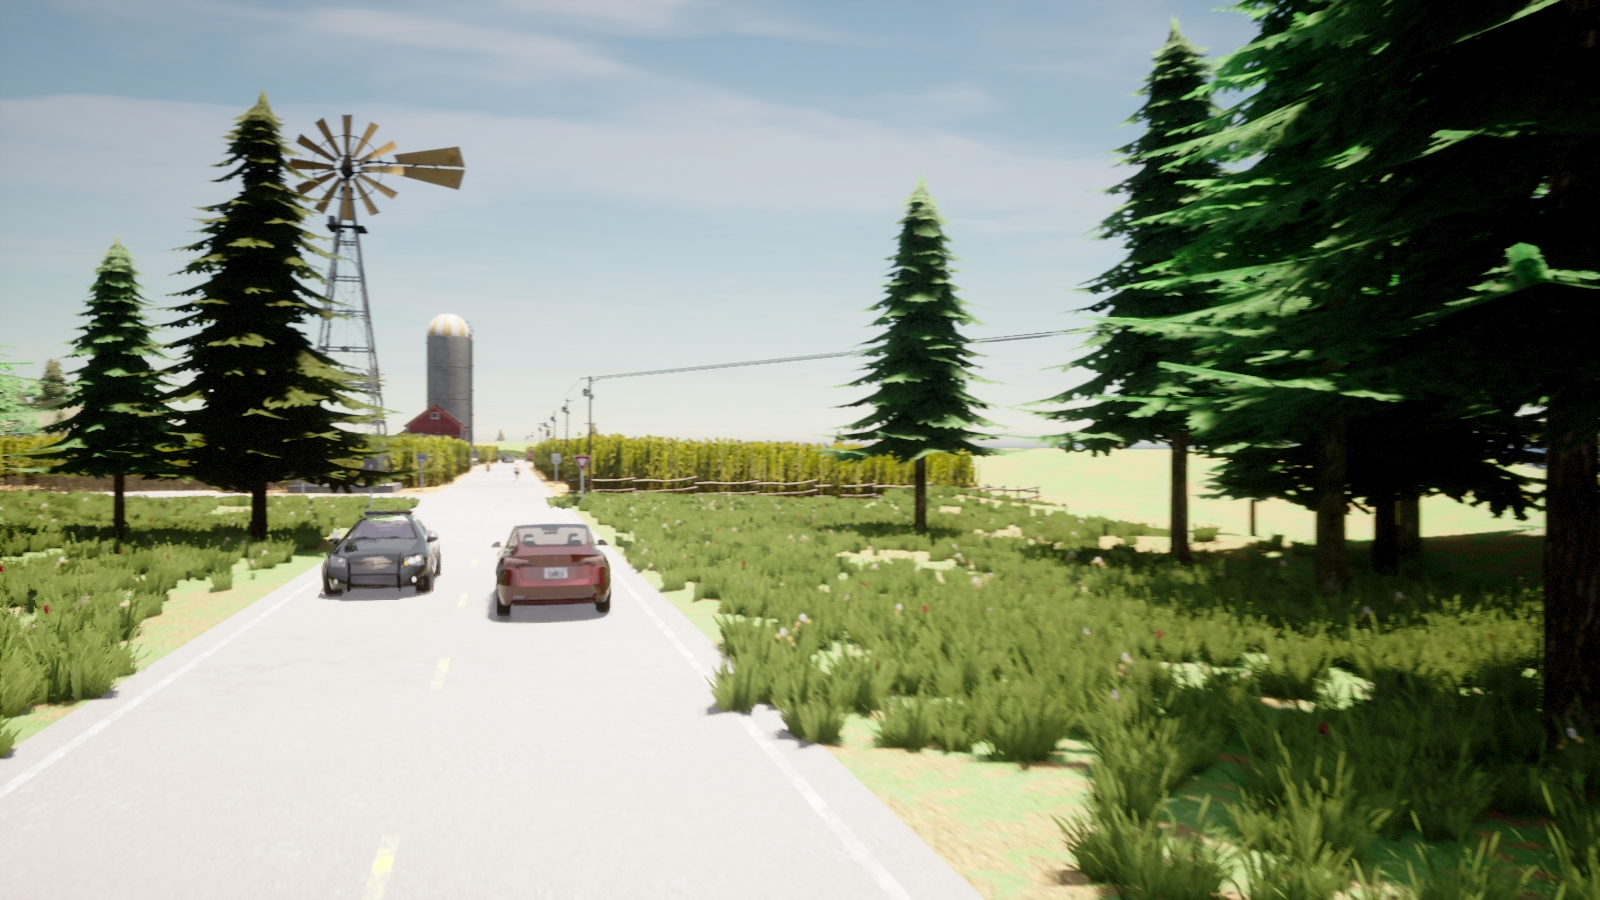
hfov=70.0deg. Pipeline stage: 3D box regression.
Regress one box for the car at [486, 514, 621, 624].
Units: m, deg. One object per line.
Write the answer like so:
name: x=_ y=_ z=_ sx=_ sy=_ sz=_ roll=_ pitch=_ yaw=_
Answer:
car: x=-4.607 y=2.066 z=21.007 sx=2.163 sy=1.488 sz=4.792 roll=0 pitch=0 yaw=-14

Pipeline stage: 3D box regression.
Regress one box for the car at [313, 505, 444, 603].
car: x=-8.561 y=2.044 z=23.637 sx=2.038 sy=1.542 sz=4.974 roll=0 pitch=0 yaw=-14
